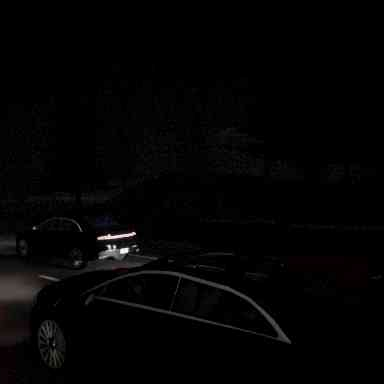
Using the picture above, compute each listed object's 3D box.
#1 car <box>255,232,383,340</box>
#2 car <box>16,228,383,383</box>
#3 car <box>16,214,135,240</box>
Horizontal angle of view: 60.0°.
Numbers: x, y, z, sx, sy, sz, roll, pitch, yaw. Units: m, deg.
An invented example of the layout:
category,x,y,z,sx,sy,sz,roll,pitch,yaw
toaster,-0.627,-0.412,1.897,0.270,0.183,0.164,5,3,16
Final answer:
category,x,y,z,sx,sy,sz,roll,pitch,yaw
car,3.656,1.601,5.683,4.718,1.301,1.895,0,0,36
car,-0.021,1.490,4.002,4.902,1.511,2.128,0,0,35
car,-3.925,1.478,11.001,4.902,1.511,2.128,0,0,36
